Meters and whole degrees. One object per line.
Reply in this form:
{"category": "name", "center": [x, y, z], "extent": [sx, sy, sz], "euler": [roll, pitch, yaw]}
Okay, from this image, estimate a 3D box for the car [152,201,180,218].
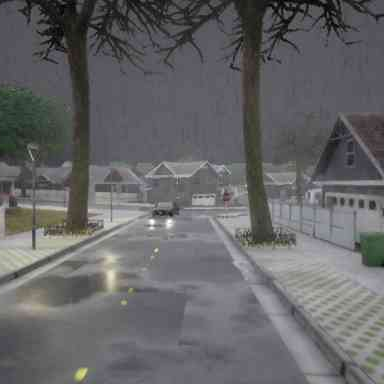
{"category": "car", "center": [-2.434, 1.628, 32.289], "extent": [1.882, 1.535, 5.008], "euler": [0, 0, 9]}
